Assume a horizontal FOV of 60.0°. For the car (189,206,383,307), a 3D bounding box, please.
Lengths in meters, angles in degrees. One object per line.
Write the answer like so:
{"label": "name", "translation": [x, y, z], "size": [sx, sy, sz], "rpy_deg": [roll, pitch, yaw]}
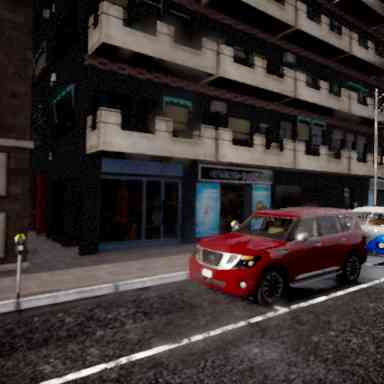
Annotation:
{"label": "car", "translation": [2.360, 1.341, 8.228], "size": [5.009, 1.841, 2.192], "rpy_deg": [0, 1, -36]}
